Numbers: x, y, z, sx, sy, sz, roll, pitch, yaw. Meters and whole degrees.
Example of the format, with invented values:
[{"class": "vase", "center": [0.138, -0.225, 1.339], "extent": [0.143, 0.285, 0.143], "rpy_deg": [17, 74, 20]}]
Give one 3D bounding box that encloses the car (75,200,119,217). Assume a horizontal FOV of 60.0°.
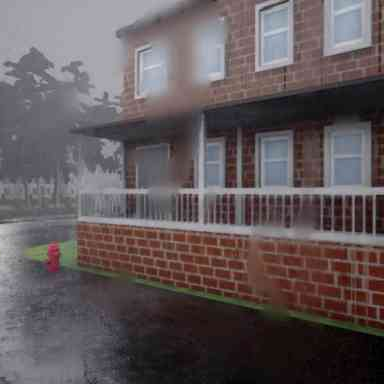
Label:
[{"class": "car", "center": [-7.610, 1.499, 28.483], "extent": [1.837, 1.490, 4.892], "rpy_deg": [0, 0, 36]}]
